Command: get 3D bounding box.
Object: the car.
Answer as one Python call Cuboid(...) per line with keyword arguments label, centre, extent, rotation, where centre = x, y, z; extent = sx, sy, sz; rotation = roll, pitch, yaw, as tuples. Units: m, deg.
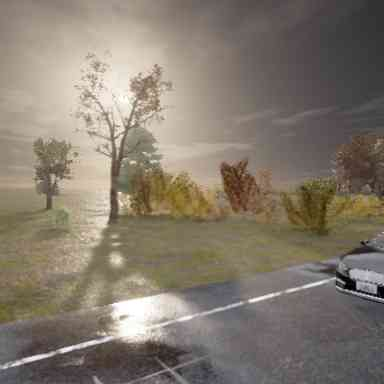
Cuboid(label="car", centre=(5.240, 1.514, 7.608), extent=(4.902, 1.511, 2.128), rotation=(0, 0, -36))
